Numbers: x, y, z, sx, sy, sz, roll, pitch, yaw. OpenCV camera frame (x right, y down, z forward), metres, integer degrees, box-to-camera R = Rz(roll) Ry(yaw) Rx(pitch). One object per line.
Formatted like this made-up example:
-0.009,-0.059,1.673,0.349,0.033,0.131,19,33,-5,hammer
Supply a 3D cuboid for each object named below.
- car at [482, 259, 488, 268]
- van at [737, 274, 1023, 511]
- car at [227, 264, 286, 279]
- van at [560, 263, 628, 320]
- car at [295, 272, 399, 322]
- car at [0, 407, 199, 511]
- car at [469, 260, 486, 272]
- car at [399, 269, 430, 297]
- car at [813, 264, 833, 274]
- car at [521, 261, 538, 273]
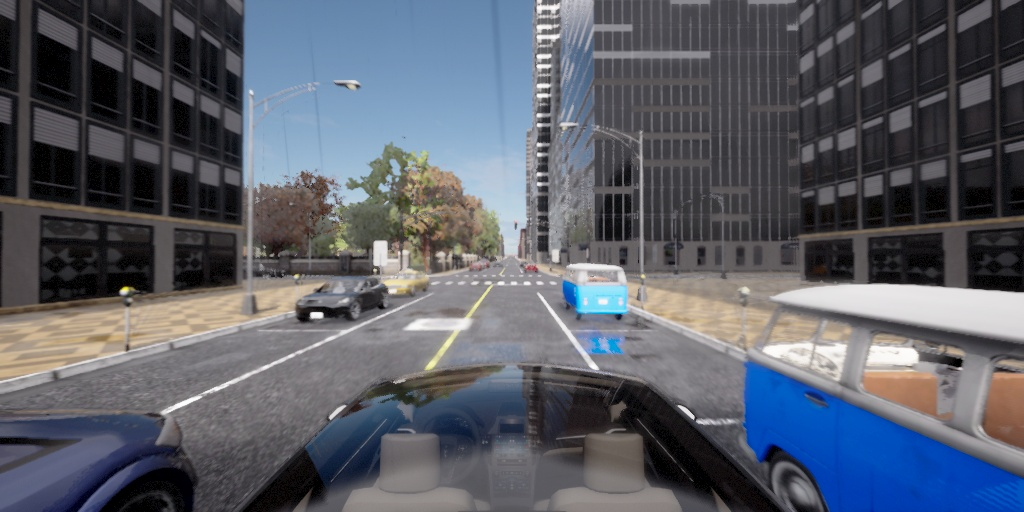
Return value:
-5.681,1.744,62.252,2.007,1.370,4.403,0,0,0,car
2.690,1.088,1.369,1.690,1.789,3.998,0,0,0,van
-24.621,1.512,34.675,5.008,1.535,1.882,1,-1,1,car
2.773,1.173,12.766,1.690,1.789,3.998,0,0,0,van
-5.770,1.399,12.766,1.948,1.339,4.313,0,0,0,car
-3.100,1.305,0.647,1.994,1.385,4.181,0,0,0,car
-5.682,1.697,56.569,1.888,1.381,4.507,0,0,0,car
-5.817,1.412,20.000,1.751,1.417,4.829,0,0,0,car
31.117,1.319,33.496,5.008,1.535,1.882,0,-1,1,car
2.698,1.550,50.890,1.967,1.591,4.097,0,0,0,car
